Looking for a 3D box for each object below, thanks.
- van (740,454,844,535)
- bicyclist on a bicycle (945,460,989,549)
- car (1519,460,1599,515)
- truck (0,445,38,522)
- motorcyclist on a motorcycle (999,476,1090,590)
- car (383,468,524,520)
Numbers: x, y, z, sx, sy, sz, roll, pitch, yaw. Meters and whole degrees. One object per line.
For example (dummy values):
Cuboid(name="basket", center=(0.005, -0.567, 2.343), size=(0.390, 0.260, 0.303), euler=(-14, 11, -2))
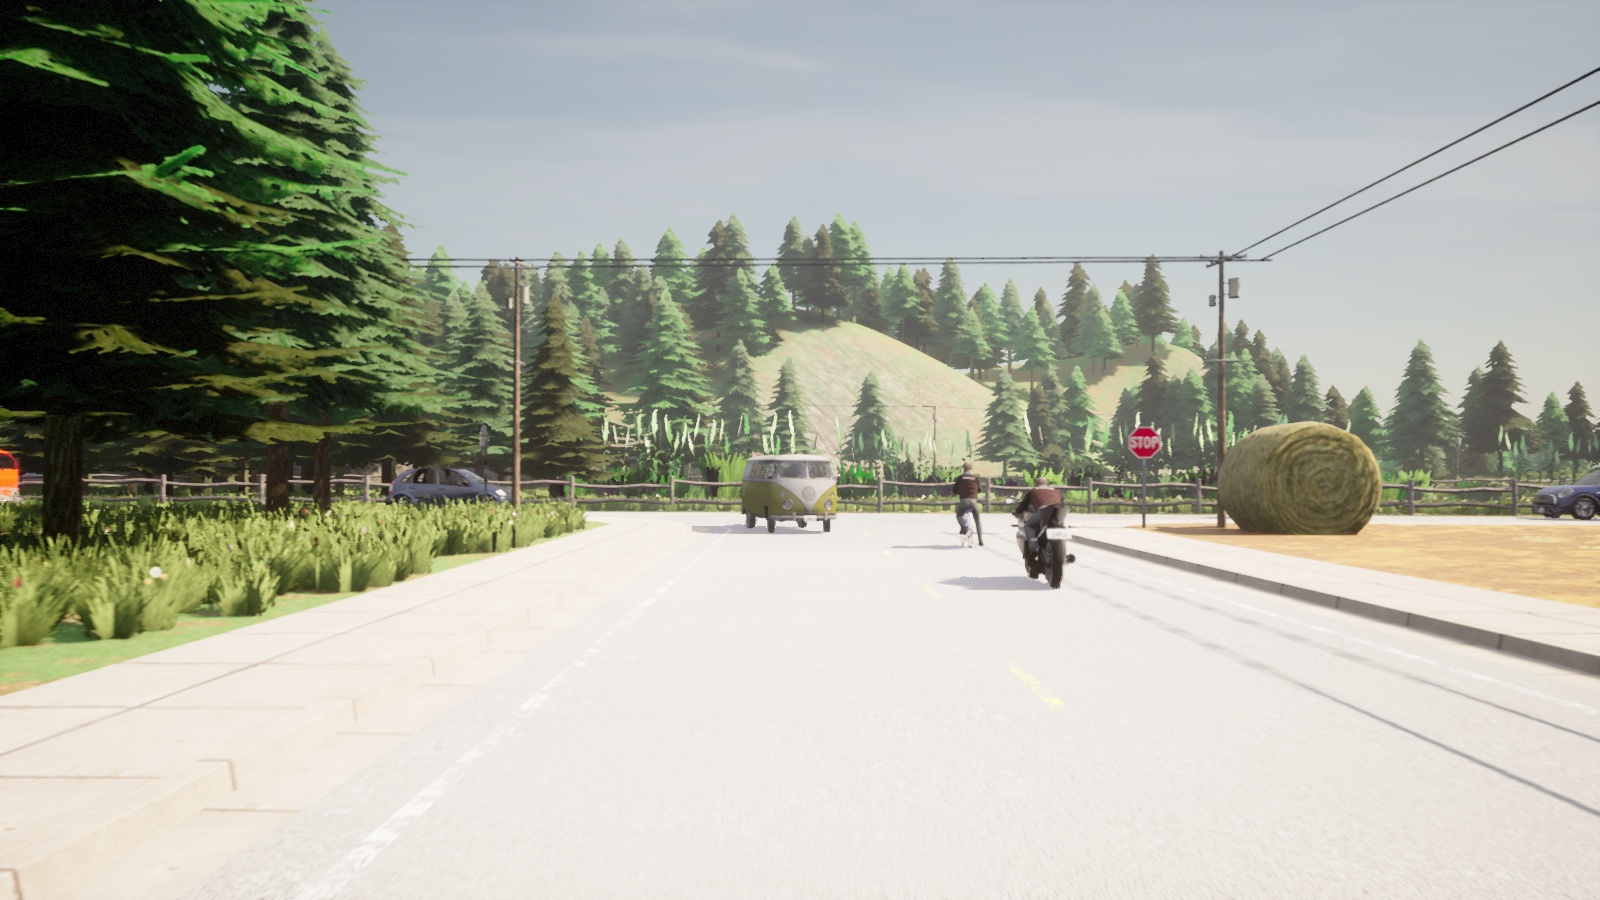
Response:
Cuboid(name="van", center=(-0.288, 1.119, 32.881), size=(1.775, 1.987, 4.442), euler=(0, -1, -13))
Cuboid(name="bicyclist on a bicycle", center=(3.436, 1.107, 25.990), size=(0.659, 1.776, 1.843), euler=(0, -1, 0))
Cuboid(name="car", center=(26.956, 1.234, 42.025), size=(4.553, 1.767, 2.097), euler=(0, -1, 3))
Cuboid(name="truck", center=(-28.196, 1.096, 40.839), size=(5.204, 2.467, 2.627), euler=(0, -1, 1))
Cuboid(name="motorcyclist on a motorcycle", center=(3.456, 1.136, 17.959), size=(0.866, 1.530, 2.191), euler=(0, -1, 0))
Cuboid(name="car", center=(-11.070, 1.396, 40.275), size=(3.988, 1.617, 1.851), euler=(0, -1, 3))
